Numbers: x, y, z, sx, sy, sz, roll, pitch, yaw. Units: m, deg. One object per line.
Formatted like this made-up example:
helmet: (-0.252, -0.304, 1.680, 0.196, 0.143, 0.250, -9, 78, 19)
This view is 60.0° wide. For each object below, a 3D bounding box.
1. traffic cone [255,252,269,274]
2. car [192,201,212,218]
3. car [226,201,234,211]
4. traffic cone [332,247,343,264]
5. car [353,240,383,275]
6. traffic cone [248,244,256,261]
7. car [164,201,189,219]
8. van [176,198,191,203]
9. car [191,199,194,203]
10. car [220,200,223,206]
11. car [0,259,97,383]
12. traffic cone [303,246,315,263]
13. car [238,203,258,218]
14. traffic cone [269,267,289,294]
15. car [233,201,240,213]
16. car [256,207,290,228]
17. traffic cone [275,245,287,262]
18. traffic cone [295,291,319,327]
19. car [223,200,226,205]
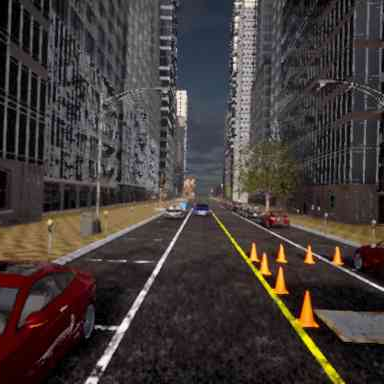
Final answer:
traffic cone: (2.189, 2.145, 10.062, 0.340, 0.580, 0.340, 2, -1, 1)
car: (1.109, 1.981, 36.777, 1.812, 1.442, 4.674, 2, -1, 1)
car: (7.229, 2.283, 54.863, 1.967, 1.590, 4.097, 2, -1, 1)
traffic cone: (5.234, 2.268, 11.989, 0.340, 0.580, 0.340, 2, -1, 1)
car: (6.149, 1.895, 9.337, 1.802, 1.307, 4.206, 2, -1, 1)
traffic cone: (2.236, 2.169, 12.061, 0.340, 0.580, 0.340, 2, -1, 1)
car: (-1.687, 1.864, 32.304, 2.008, 1.369, 4.403, 2, -1, 1)
van: (-1.410, 1.785, 43.687, 1.690, 1.788, 3.998, 2, -1, 1)
car: (-0.205, 2.519, 94.903, 1.887, 1.381, 4.507, 2, -1, 1)
car: (7.899, 2.684, 83.314, 1.887, 1.381, 4.507, 2, -1, 1)
car: (-2.360, 1.549, 3.850, 1.802, 1.307, 4.206, 2, -1, 1)
traffic cone: (4.235, 2.235, 12.013, 0.340, 0.580, 0.340, 2, -1, 1)
car: (6.822, 2.207, 37.790, 2.008, 1.369, 4.403, 2, -1, 1)
traffic cone: (2.142, 2.120, 8.064, 0.340, 0.580, 0.340, 2, -1, 1)
car: (6.956, 2.271, 43.480, 2.008, 1.369, 4.403, 2, -1, 1)
car: (6.551, 2.104, 26.409, 1.802, 1.307, 4.206, 2, -1, 1)
traffic cone: (3.235, 2.202, 12.038, 0.340, 0.580, 0.340, 2, -1, 1)
traffic cone: (2.095, 2.096, 6.064, 0.340, 0.580, 0.340, 2, -1, 1)
car: (7.364, 2.343, 60.553, 1.967, 1.590, 4.097, 2, -1, 1)
